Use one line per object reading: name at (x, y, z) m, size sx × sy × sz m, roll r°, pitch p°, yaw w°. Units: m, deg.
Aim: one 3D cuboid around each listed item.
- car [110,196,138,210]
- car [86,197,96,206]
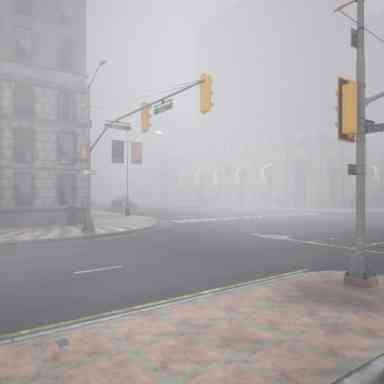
car at (-8.612, 1.352, 42.044) m, size 2.097 × 1.767 × 4.553 m, roll 0°, pitch 0°, yaw -36°
car at (-17.177, 1.526, 54.317) m, size 1.812 × 1.442 × 4.674 m, roll 0°, pitch 0°, yaw -35°
